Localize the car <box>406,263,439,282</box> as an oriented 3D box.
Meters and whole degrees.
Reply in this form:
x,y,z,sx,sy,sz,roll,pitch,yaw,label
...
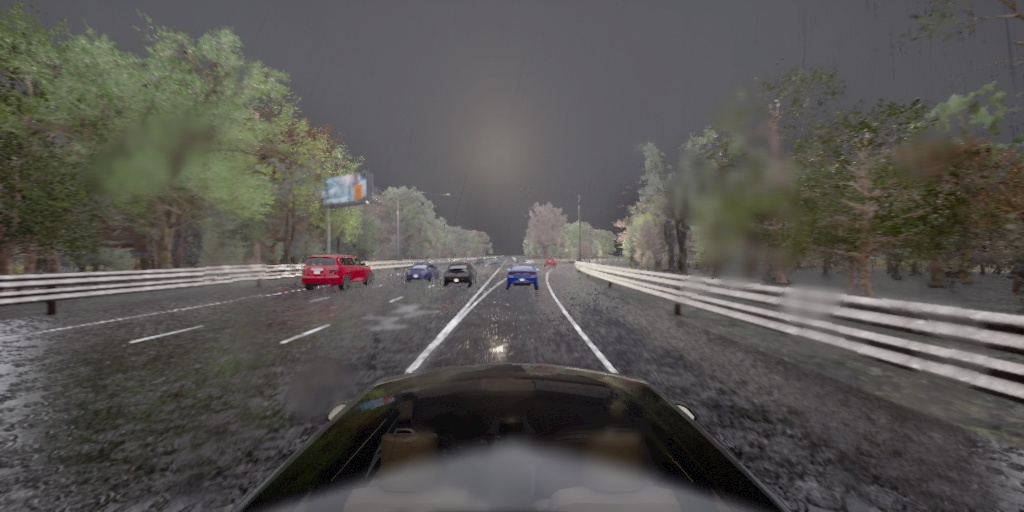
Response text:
x,y,z,sx,sy,sz,roll,pitch,yaw,label
-7.004,1.269,28.371,1.812,1.442,4.674,0,0,0,car

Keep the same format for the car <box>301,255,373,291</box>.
x,y,z,sx,sy,sz,roll,pitch,yaw,label
-10.482,0.962,21.924,2.150,2.045,5.566,0,0,0,car

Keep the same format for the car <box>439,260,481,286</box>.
x,y,z,sx,sy,sz,roll,pitch,yaw,label
-3.494,1.252,24.853,1.837,1.490,4.892,0,0,0,car

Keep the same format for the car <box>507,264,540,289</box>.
x,y,z,sx,sy,sz,roll,pitch,yaw,label
0.739,1.227,23.205,1.882,1.535,5.008,0,0,4,car
